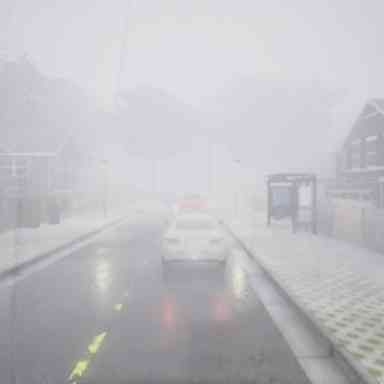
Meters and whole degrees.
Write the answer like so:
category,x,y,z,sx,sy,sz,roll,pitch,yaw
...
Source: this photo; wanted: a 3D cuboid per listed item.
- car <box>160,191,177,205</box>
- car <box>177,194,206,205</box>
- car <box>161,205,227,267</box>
category,x,y,z,sx,sy,sz,roll,pitch,yaw
car,-2.853,0.710,42.380,2.097,1.767,4.553,0,1,0
car,0.074,0.920,28.531,2.097,1.767,4.553,0,1,0
car,0.069,1.363,10.662,1.812,1.442,4.674,0,1,0
